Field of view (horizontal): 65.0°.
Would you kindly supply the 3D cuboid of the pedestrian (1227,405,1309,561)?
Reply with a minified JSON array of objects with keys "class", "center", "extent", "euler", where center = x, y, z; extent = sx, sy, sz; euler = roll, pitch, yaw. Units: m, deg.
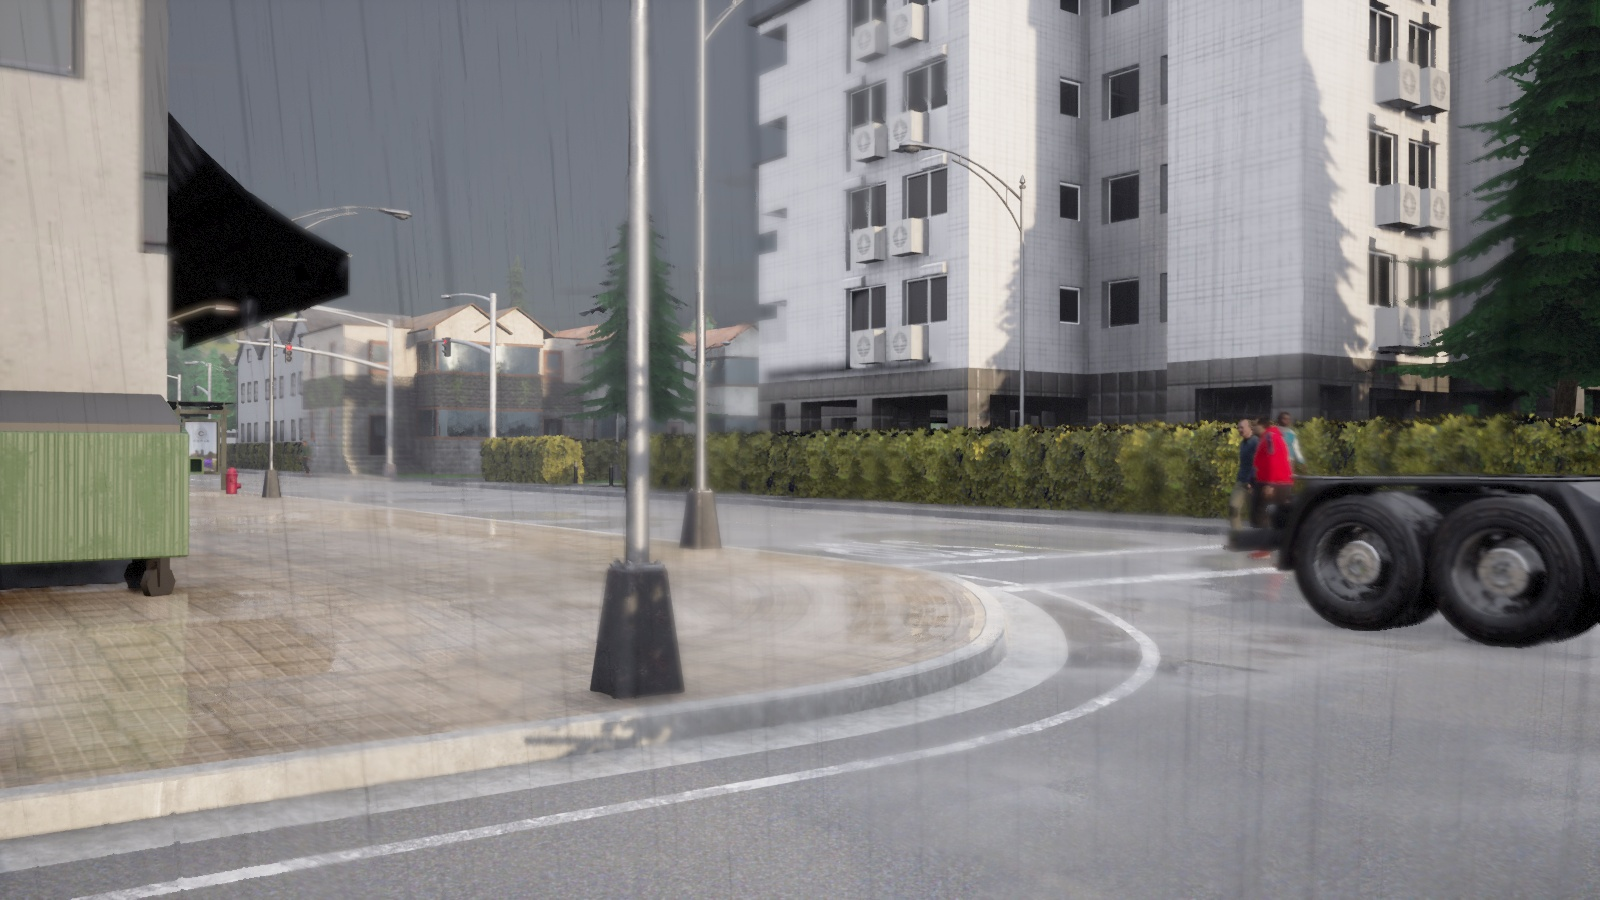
[{"class":"pedestrian","center":[5.680,0.391,15.271],"extent":[0.899,1.844,0.634],"euler":[0,0,18]}]

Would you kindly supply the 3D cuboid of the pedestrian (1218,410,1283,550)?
[{"class":"pedestrian","center":[6.064,0.394,16.903],"extent":[0.726,1.842,0.402],"euler":[0,0,-21]}]

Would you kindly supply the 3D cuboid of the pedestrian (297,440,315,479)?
[{"class":"pedestrian","center":[-25.472,0.488,64.738],"extent":[0.423,1.949,0.788],"euler":[0,0,31]}]

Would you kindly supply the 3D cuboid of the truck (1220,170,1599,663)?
[{"class":"truck","center":[7.306,-0.247,8.969],"extent":[2.891,3.462,7.936],"euler":[0,-1,-36]}]

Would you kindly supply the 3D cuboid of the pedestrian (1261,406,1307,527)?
[{"class":"pedestrian","center":[7.850,0.259,20.373],"extent":[0.396,1.930,0.692],"euler":[0,0,-9]}]
